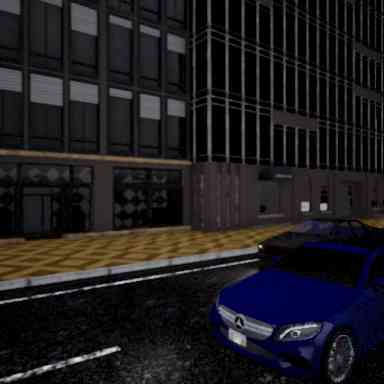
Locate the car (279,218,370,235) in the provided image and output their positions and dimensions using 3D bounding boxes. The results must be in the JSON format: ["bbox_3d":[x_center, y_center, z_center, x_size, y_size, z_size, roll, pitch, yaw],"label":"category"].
[{"bbox_3d":[4.537,1.581,11.001,5.357,1.411,2.033,0,0,-36],"label":"car"}]

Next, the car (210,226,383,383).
[{"bbox_3d":[2.446,1.543,5.470,4.674,1.442,1.812,0,0,-36],"label":"car"}]
